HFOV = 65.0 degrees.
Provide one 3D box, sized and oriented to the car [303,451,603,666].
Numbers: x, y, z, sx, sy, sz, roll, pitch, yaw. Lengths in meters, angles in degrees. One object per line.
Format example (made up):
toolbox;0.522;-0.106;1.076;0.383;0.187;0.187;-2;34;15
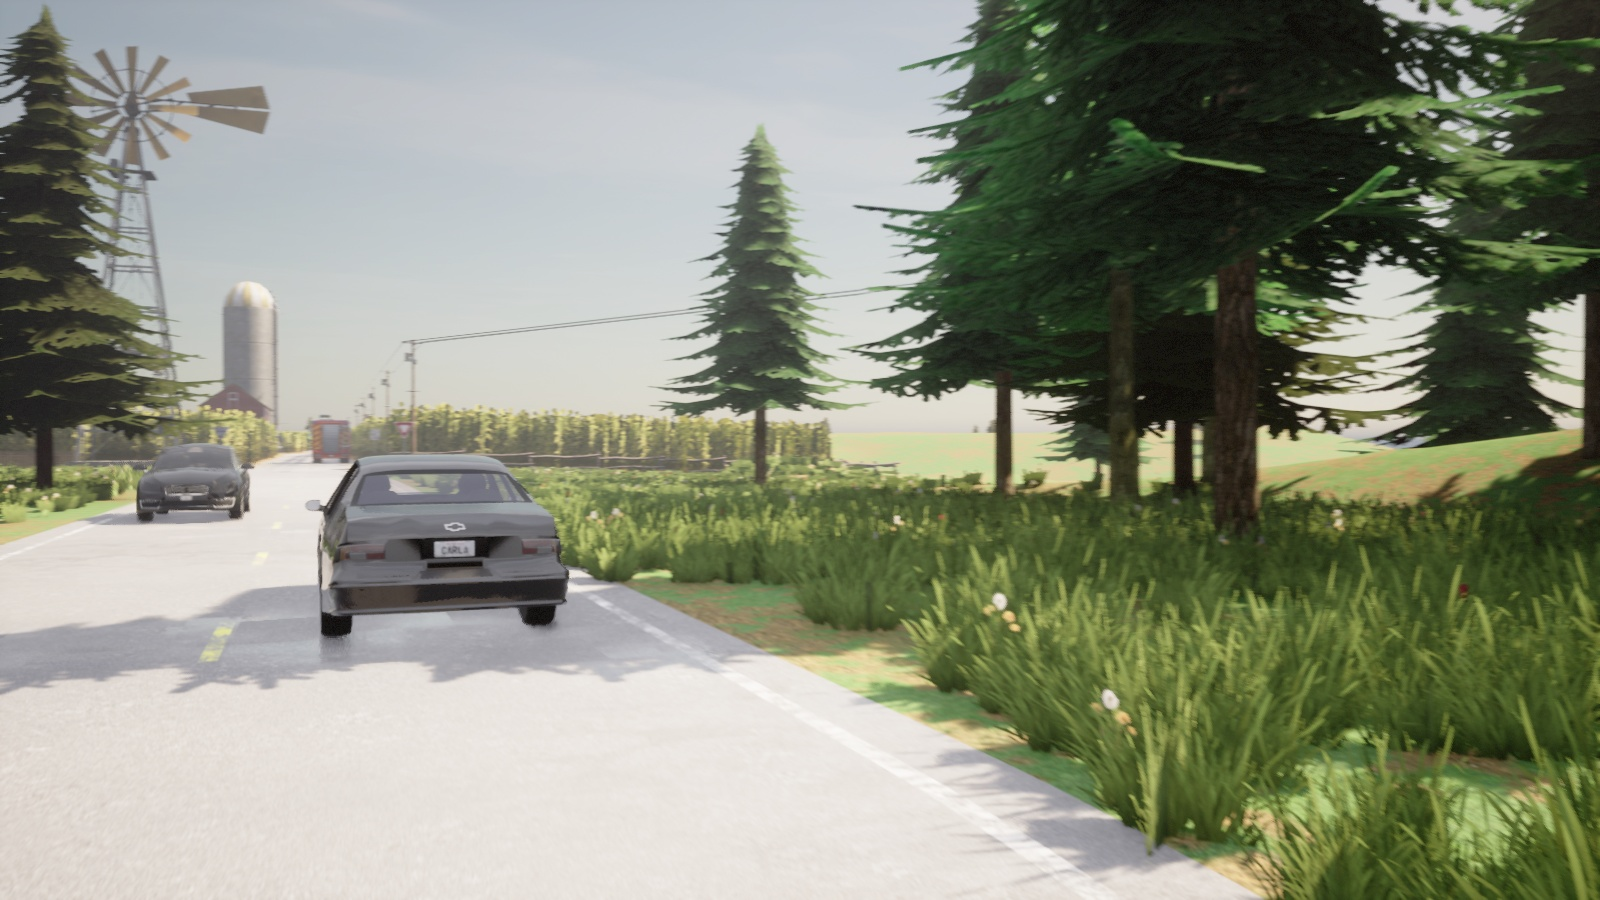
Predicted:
car;-3.348;0.734;11.307;2.033;1.411;5.357;0;0;-21

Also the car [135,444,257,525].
car;-12.211;0.622;25.652;1.837;1.490;4.892;0;0;-21
